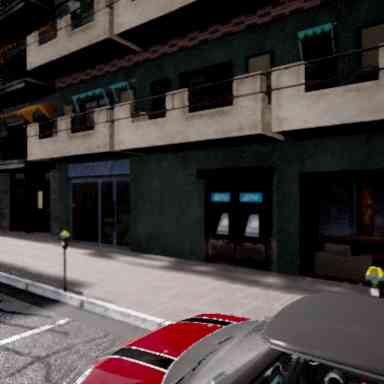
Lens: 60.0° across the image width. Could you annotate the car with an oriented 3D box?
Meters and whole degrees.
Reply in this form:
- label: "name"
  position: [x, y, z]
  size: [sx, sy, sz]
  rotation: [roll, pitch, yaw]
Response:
- label: "car"
  position: [0.902, 1.439, 2.085]
  size: [4.097, 1.590, 1.967]
  rotation: [0, 0, 36]
